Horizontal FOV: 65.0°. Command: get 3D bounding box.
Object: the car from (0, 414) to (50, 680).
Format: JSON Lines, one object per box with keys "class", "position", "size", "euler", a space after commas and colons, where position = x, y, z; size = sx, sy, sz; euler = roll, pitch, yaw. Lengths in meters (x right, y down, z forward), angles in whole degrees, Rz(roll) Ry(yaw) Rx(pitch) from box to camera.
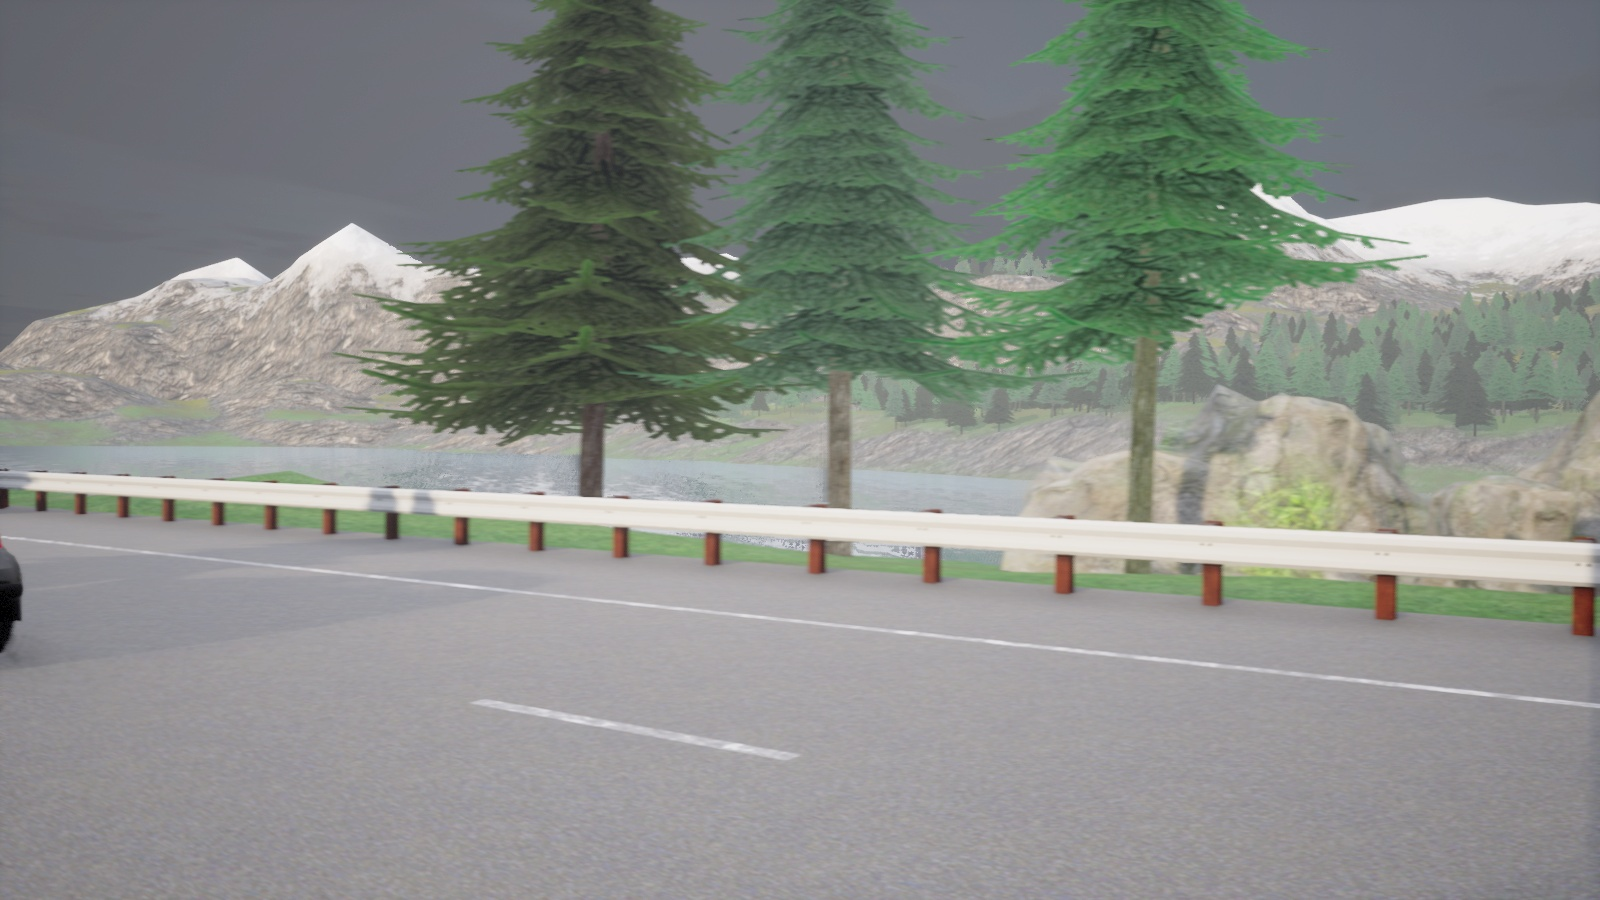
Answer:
{"class": "car", "position": [-6.887, 0.606, 8.199], "size": [3.988, 1.617, 1.851], "euler": [0, 1, 34]}
